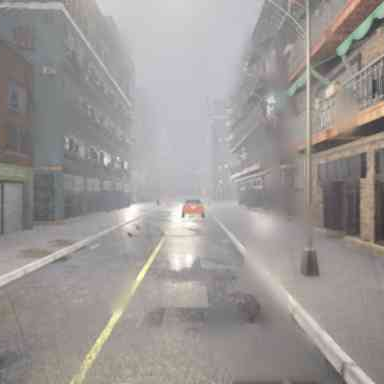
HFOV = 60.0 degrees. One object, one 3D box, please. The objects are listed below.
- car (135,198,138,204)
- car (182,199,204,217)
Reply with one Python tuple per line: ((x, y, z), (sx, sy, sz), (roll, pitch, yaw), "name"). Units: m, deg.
((-13.531, 1.731, 69.535), (4.097, 1.590, 1.967), (-1, 0, 0), "car")
((0.093, 1.420, 32.460), (2.097, 1.767, 4.553), (0, 0, 0), "car")
